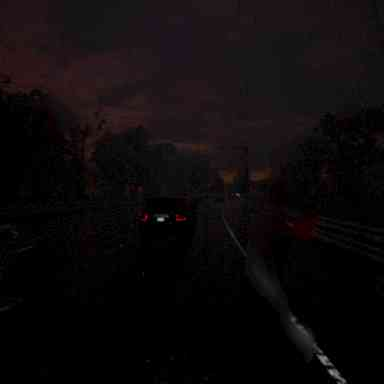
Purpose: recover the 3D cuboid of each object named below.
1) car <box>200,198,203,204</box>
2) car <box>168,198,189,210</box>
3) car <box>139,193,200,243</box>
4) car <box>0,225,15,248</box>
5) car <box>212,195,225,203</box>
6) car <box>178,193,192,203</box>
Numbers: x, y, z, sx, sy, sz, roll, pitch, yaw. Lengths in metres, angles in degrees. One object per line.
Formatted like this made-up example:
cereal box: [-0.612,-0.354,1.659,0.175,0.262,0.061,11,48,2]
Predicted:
car: [0.796,1.504,61.195,1.837,1.490,4.892,0,0,8]
car: [-1.710,1.553,42.659,1.994,1.385,4.181,0,0,7]
car: [-1.022,1.215,16.197,2.150,2.045,5.566,0,0,5]
car: [-8.442,1.585,11.732,1.895,1.301,4.718,0,0,5]
car: [5.966,1.508,71.791,1.837,1.490,4.892,0,0,9]
car: [-1.415,1.221,69.962,2.150,2.045,5.566,0,0,9]
